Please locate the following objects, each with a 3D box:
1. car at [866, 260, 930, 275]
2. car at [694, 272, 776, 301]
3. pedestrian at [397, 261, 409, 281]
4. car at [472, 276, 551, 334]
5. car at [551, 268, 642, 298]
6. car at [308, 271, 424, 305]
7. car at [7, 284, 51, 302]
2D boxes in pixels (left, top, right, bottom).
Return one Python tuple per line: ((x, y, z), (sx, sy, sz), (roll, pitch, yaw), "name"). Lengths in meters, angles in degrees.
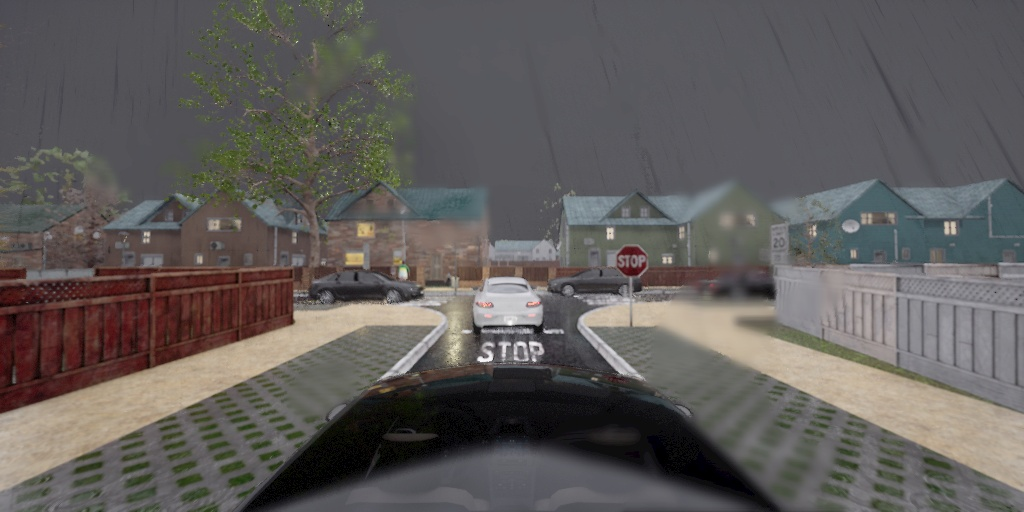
((19.374, 1.118, 18.723), (4.553, 1.767, 2.097), (-1, -2, 2), "car")
((10.869, 1.346, 15.887), (4.718, 1.301, 1.895), (0, -2, 1), "car")
((-6.693, 1.231, 22.007), (0.375, 1.860, 0.375), (0, -1, 1), "pedestrian")
((-0.207, 1.330, 10.718), (1.812, 1.442, 4.674), (0, -1, -4), "car")
((4.307, 1.402, 18.933), (4.892, 1.490, 1.837), (0, -2, 1), "car")
((-6.472, 1.409, 16.135), (4.892, 1.490, 1.837), (-1, -2, 1), "car")
((-24.147, 1.573, 16.383), (5.008, 1.535, 1.882), (-1, -2, 1), "car")
